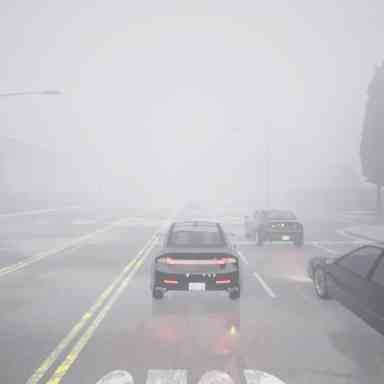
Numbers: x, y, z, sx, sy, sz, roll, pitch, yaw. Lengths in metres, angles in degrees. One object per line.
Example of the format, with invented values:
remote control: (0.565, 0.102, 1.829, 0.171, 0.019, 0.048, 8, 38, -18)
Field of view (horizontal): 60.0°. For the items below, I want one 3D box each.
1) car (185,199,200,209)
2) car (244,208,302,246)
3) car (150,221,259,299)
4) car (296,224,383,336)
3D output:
car: (0.023, 1.579, 44.125, 1.895, 1.301, 4.718, 0, 0, 0)
car: (3.574, 1.497, 15.116, 1.837, 1.490, 4.892, 0, 0, 0)
car: (0.086, 1.487, 8.417, 2.128, 1.511, 4.902, 0, 0, 0)
car: (3.591, 1.545, 5.370, 2.033, 1.411, 5.357, 0, 0, 0)
